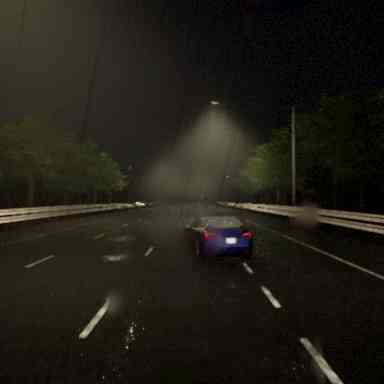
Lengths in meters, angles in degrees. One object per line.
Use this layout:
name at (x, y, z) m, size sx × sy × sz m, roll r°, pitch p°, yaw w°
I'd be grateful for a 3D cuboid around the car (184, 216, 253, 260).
car at (0.887, 1.674, 13.218) m, size 2.163 × 1.488 × 4.792 m, roll 0°, pitch -1°, yaw -10°
